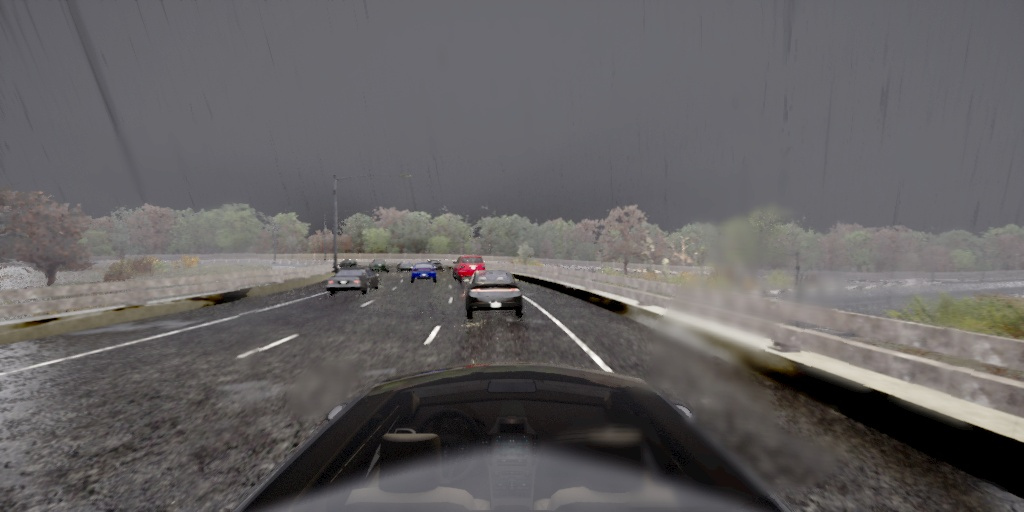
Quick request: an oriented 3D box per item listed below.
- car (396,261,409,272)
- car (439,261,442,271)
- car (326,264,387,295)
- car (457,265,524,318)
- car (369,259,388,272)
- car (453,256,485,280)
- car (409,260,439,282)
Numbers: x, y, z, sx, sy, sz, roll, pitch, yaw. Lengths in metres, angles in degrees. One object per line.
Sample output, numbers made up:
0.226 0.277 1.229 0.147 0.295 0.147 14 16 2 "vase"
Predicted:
-14.733 1.409 49.454 1.994 1.385 4.181 0 0 -25 "car"
-11.012 1.329 49.828 1.837 1.490 4.892 0 0 -25 "car"
-8.756 1.352 20.195 2.033 1.411 5.357 0 0 -10 "car"
-0.738 1.249 13.097 2.128 1.511 4.902 0 0 -6 "car"
-17.914 1.214 48.013 2.097 1.767 4.553 0 0 -25 "car"
-3.550 0.997 29.325 2.150 2.045 5.566 0 0 -14 "car"
-7.268 1.275 29.508 1.882 1.535 5.008 0 0 -14 "car"
